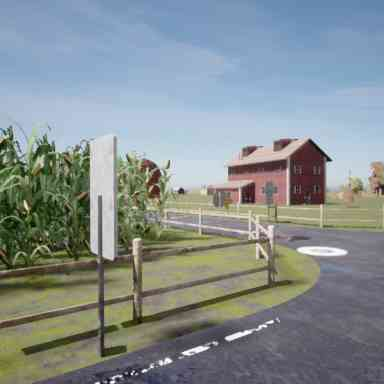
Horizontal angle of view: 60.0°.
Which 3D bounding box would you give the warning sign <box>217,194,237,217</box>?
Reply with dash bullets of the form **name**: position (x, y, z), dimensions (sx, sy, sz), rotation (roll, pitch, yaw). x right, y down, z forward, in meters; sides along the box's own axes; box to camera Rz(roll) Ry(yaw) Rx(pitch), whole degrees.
- **warning sign**: position (2.950, 1.114, 27.932), dimensions (1.300, 1.860, 1.060), rotation (0, 0, -35)
